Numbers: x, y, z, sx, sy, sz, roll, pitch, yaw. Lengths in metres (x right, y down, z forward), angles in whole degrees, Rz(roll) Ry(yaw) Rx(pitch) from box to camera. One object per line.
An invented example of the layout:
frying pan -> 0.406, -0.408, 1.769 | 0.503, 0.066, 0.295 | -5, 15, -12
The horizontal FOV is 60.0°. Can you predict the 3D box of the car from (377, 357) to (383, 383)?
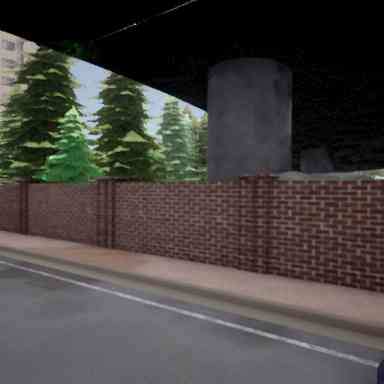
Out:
car -> 3.439, 1.544, 1.457 | 4.674, 1.442, 1.812 | 1, 1, 36
